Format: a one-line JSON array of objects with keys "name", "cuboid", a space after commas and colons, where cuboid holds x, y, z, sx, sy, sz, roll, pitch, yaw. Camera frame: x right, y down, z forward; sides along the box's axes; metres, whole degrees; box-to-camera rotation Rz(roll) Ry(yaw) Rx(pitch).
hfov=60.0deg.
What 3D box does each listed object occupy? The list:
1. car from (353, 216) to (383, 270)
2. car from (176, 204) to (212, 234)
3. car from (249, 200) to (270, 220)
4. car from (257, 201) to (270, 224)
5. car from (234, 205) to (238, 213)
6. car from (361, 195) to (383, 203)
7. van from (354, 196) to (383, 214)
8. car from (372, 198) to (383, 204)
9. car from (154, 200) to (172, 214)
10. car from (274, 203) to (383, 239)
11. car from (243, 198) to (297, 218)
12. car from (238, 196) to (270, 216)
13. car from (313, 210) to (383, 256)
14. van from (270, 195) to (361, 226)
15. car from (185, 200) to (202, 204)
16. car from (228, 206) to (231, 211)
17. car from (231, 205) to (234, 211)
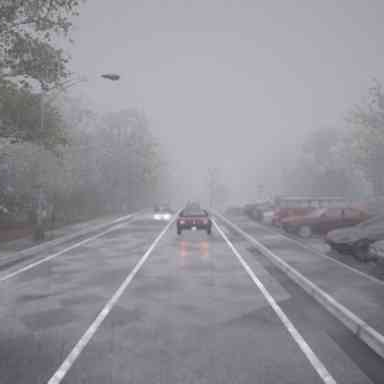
[{"name": "car", "cuboid": [7.076, 1.492, 8.647, 4.674, 1.452, 2.002, 0, 0, 0]}, {"name": "car", "cuboid": [0.113, 1.622, 19.522, 1.895, 1.301, 4.718, 0, 0, 0]}, {"name": "car", "cuboid": [7.125, 1.567, 25.303, 4.792, 1.488, 2.163, 0, 0, 0]}, {"name": "car", "cuboid": [7.094, 1.564, 22.528, 4.674, 1.452, 2.002, 0, 0, 0]}, {"name": "car", "cuboid": [7.113, 1.590, 33.628, 5.008, 1.535, 2.097, 0, 0, 0]}, {"name": "car", "cuboid": [20.214, 1.336, 33.390, 5.566, 2.045, 2.435, 0, -1, 0]}, {"name": "van", "cuboid": [20.308, 1.393, 36.282, 4.442, 1.987, 1.878, 0, -1, 0]}, {"name": "car", "cuboid": [19.997, 1.564, 30.620, 5.366, 1.575, 1.946, 0, 0, 0]}, {"name": "car", "cuboid": [-3.313, 1.686, 38.742, 2.128, 1.511, 4.902, 0, -1, 0]}, {"name": "car", "cuboid": [7.090, 1.495, 16.975, 5.008, 1.535, 2.097, 0, 0, 0]}, {"name": "car", "cuboid": [7.134, 1.443, 30.852, 4.553, 1.767, 2.185, 0, 0, 0]}, {"name": "car", "cuboid": [7.071, 1.301, 28.081, 5.566, 2.045, 2.435, 0, 0, 0]}, {"name": "car", "cuboid": [7.047, 1.496, 11.424, 4.792, 1.488, 2.163, 0, 0, 0]}, {"name": "van", "cuboid": [7.205, 1.283, 19.753, 4.442, 1.987, 1.878, 0, 0, 0]}, {"name": "car", "cuboid": [0.131, 1.725, 41.071, 2.128, 1.511, 4.902, 0, -1, 0]}, {"name": "car", "cuboid": [6.929, 1.655, 39.169, 5.366, 1.575, 1.946, 0, -1, 0]}, {"name": "car", "cuboid": [7.116, 1.622, 36.400, 4.892, 1.521, 2.231, 0, -1, 0]}]
